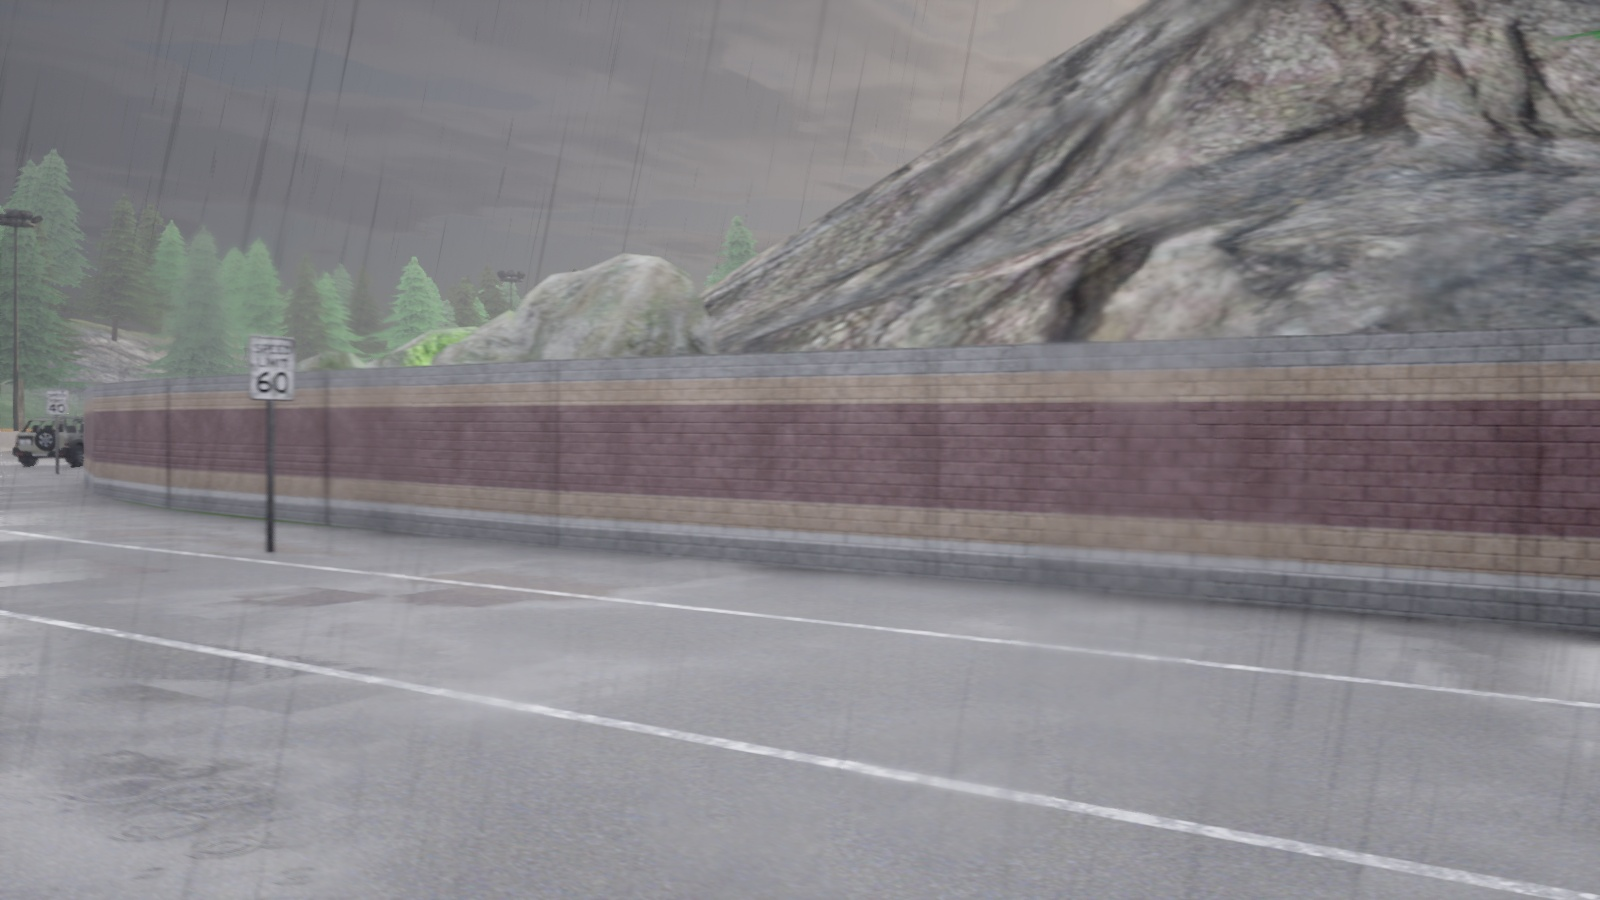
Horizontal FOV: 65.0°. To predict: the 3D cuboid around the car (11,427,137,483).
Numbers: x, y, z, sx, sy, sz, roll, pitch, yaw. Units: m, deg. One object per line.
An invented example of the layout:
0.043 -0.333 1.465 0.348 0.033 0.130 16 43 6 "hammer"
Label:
-25.961 0.130 45.097 1.932 1.855 4.605 -1 1 -2 "car"
